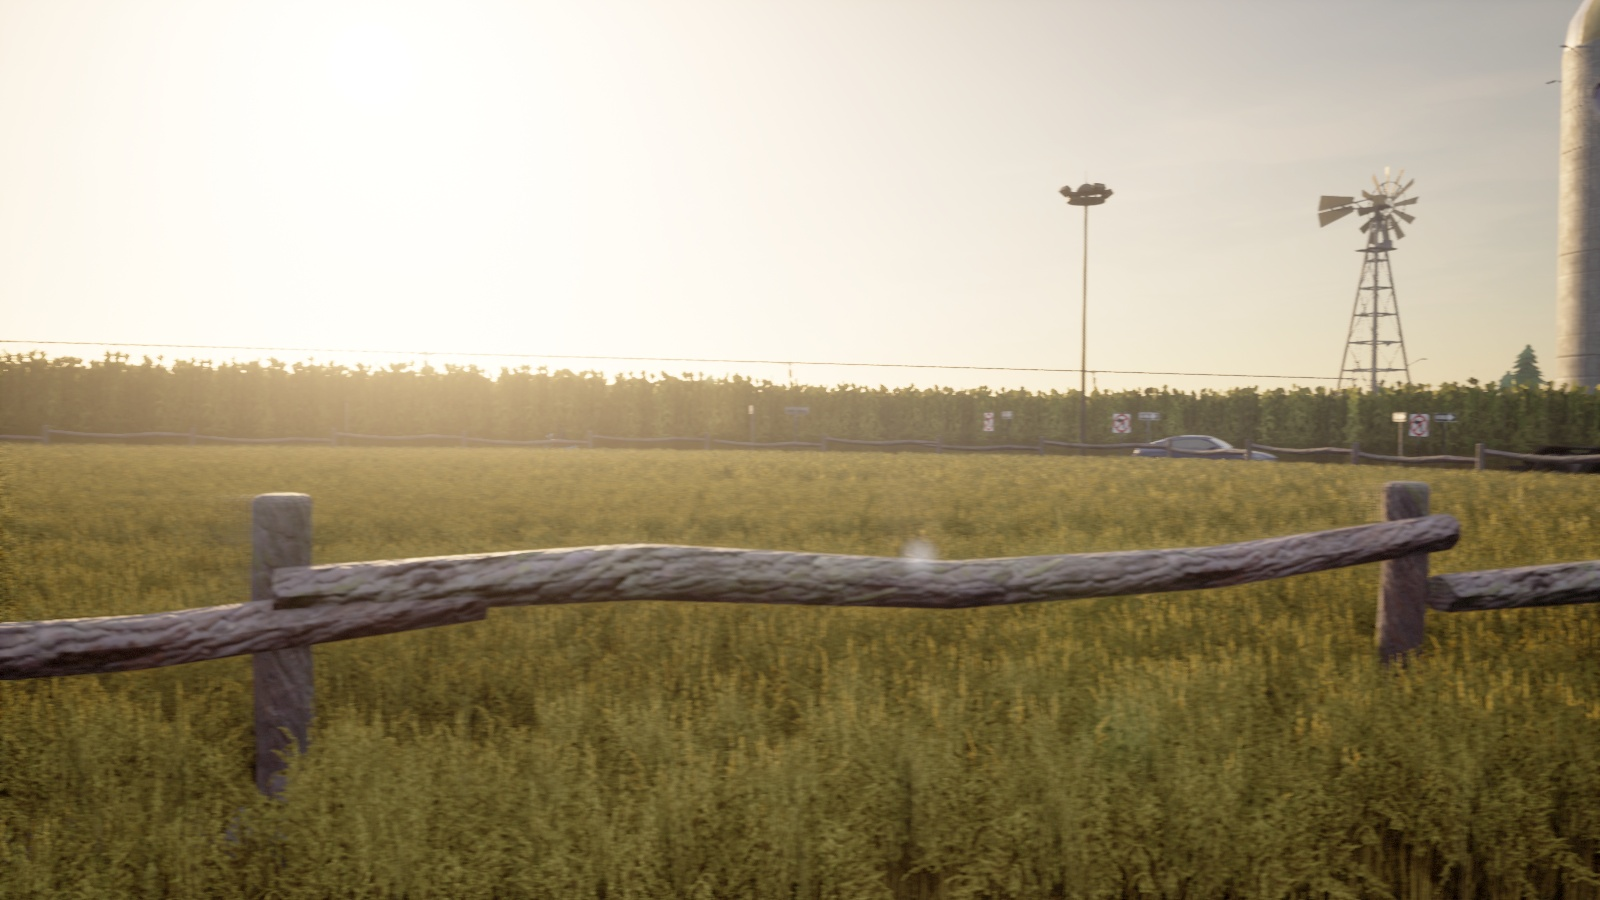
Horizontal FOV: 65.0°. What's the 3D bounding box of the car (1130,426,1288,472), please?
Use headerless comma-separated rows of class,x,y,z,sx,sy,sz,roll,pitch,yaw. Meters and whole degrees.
car,13.594,-0.051,41.848,4.674,1.442,1.812,0,1,33

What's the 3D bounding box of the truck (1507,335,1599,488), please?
truck,20.082,-0.871,27.566,2.891,3.462,7.936,-1,1,-21
